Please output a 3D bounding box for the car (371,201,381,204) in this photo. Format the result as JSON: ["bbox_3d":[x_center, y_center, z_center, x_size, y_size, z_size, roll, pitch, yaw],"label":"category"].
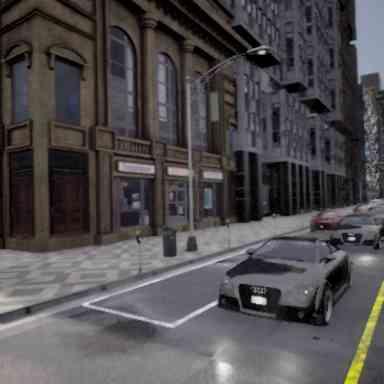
[{"bbox_3d":[21.906,2.190,41.263,1.802,1.307,4.206,-2,-2,34],"label":"car"}]

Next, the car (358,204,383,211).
[{"bbox_3d":[13.721,1.852,24.371,1.837,1.490,4.892,-2,-2,34],"label":"car"}]

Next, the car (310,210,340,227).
[{"bbox_3d":[9.363,1.945,22.696,1.887,1.381,4.507,-2,-2,34],"label":"car"}]

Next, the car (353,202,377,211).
[{"bbox_3d":[18.771,2.138,36.621,1.802,1.307,4.206,-2,-2,34],"label":"car"}]

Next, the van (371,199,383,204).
[{"bbox_3d":[28.172,2.055,50.554,1.690,1.788,3.998,-2,-2,34],"label":"van"}]

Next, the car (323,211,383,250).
[{"bbox_3d":[7.902,1.816,15.763,1.994,1.385,4.181,-2,-2,34],"label":"car"}]

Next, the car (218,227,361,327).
[{"bbox_3d":[2.291,1.724,7.459,1.994,1.385,4.181,-2,-2,35],"label":"car"}]
